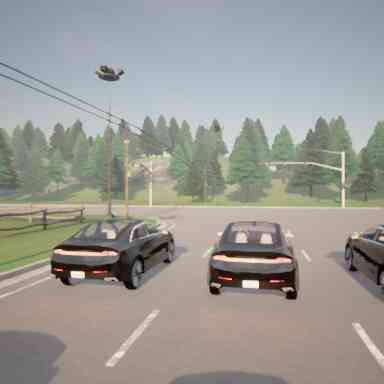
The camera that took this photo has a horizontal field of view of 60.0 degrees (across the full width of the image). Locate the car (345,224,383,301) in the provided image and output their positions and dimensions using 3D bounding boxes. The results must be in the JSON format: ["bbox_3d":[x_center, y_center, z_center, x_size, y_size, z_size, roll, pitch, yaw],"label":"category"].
[{"bbox_3d":[5.018,1.488,7.816,2.128,1.511,4.902,0,0,12],"label":"car"}]

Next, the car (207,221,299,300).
[{"bbox_3d":[1.586,1.488,8.505,2.128,1.511,4.902,0,0,12],"label":"car"}]

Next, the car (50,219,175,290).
[{"bbox_3d":[-1.844,1.488,9.209,2.128,1.511,4.902,0,0,12],"label":"car"}]
